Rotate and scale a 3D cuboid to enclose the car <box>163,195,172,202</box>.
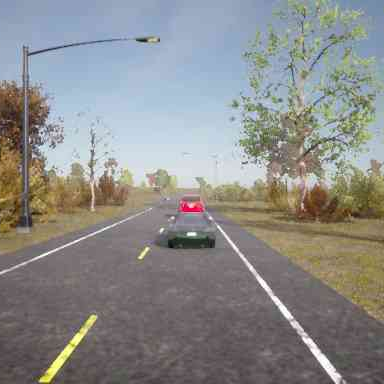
[{"bbox_3d":[-5.673,1.464,77.231,2.128,1.511,4.902,0,0,-8],"label":"car"}]

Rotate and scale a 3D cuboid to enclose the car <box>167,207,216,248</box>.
[{"bbox_3d":[-0.017,1.570,14.654,1.994,1.385,4.181,0,0,0],"label":"car"}]

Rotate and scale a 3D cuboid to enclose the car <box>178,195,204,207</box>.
[{"bbox_3d":[-0.078,1.256,29.689,2.150,2.045,5.566,0,0,0],"label":"car"}]
